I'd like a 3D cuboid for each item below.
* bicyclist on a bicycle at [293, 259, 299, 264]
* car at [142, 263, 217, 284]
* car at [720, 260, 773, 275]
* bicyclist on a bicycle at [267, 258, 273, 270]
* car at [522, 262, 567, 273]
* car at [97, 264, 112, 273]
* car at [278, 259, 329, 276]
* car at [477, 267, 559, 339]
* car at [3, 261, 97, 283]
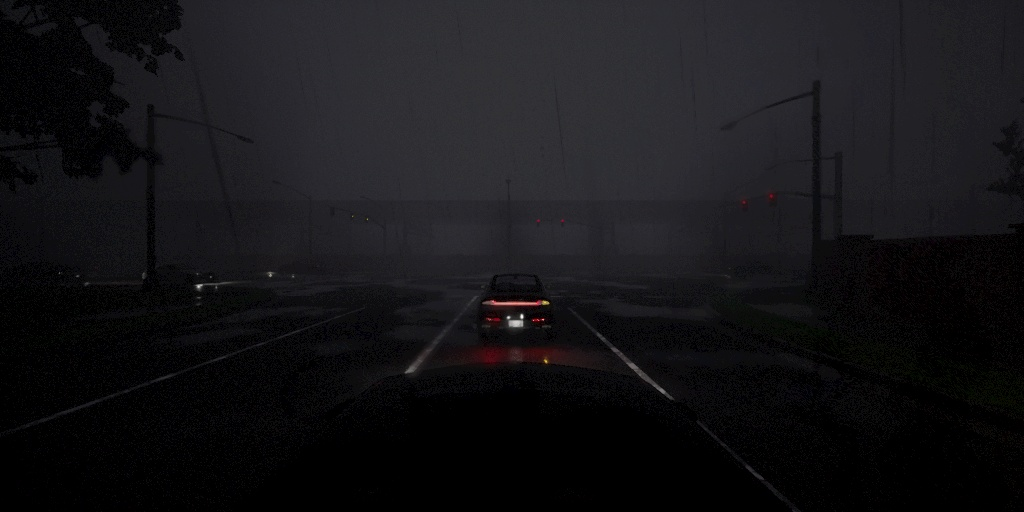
[{"bbox_3d":[-27.031,1.203,44.712,0.582,1.620,1.656,0,0,14],"label":"bicyclist on a bicycle"},{"bbox_3d":[-24.683,1.276,26.673,4.674,1.442,1.812,0,0,2],"label":"car"},{"bbox_3d":[23.512,1.140,36.059,4.674,1.442,1.812,-1,0,2],"label":"car"},{"bbox_3d":[-31.583,1.050,46.803,0.582,1.620,1.656,0,0,-33],"label":"bicyclist on a bicycle"},{"bbox_3d":[2.825,1.283,36.619,5.357,1.411,2.033,0,0,2],"label":"car"},{"bbox_3d":[-49.647,1.297,41.451,5.357,1.411,2.033,0,0,2],"label":"car"},{"bbox_3d":[-21.708,1.102,37.287,4.553,1.767,2.097,0,0,2],"label":"car"},{"bbox_3d":[0.099,1.242,10.137,2.128,1.511,4.902,0,0,0],"label":"car"},{"bbox_3d":[-35.056,1.241,26.999,4.902,1.511,2.128,0,0,2],"label":"car"}]
